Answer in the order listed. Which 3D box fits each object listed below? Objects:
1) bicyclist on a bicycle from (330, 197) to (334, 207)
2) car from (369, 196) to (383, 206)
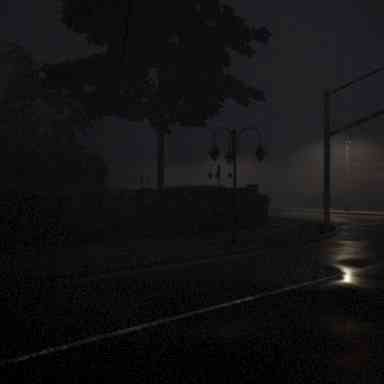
[{"bbox_3d":[20.837,1.429,50.104,1.656,1.620,0.582,-6,-7,-37],"label":"bicyclist on a bicycle"},{"bbox_3d":[28.414,1.294,48.461,2.242,1.667,4.611,0,0,-35],"label":"car"}]
